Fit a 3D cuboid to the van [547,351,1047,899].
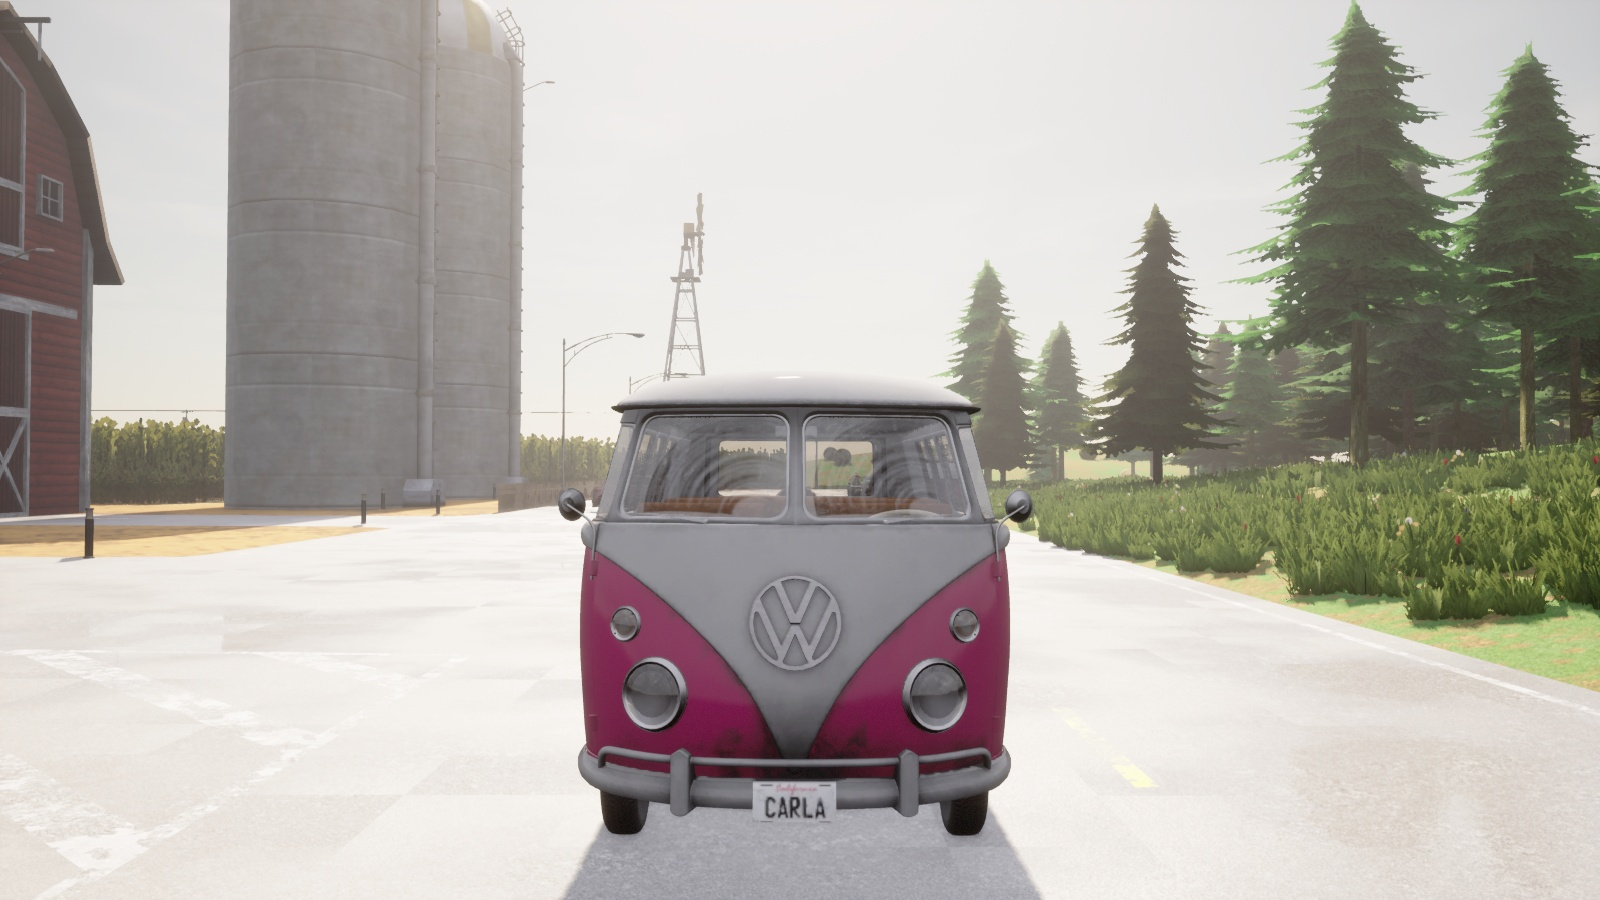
[{"bbox_3d":[-0.019,0.680,6.700,1.775,1.987,4.442,0,-1,0],"label":"van"}]
